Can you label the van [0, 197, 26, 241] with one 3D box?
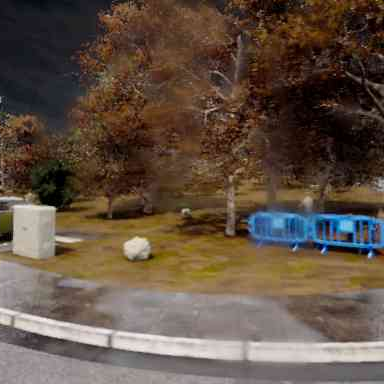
[{"bbox_3d":[-9.028,1.174,13.775,1.878,1.987,4.442,1,0,16],"label":"van"}]
